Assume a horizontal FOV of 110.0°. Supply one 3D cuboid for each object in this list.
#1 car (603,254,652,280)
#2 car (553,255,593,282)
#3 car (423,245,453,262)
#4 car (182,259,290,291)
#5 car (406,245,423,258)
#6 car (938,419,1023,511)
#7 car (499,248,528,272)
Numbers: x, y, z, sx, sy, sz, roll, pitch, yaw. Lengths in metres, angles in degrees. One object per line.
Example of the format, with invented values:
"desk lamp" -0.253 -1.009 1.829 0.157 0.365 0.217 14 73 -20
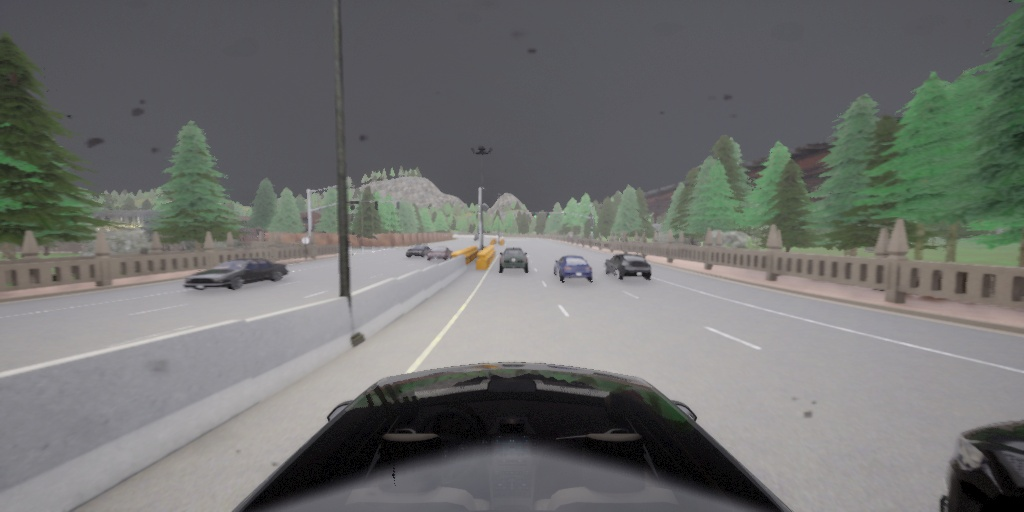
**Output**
"car" 7.109 0.594 22.408 1.837 1.490 4.892 0 4 0
"car" 3.607 0.668 21.601 1.812 1.442 4.674 0 4 0
"car" -6.993 -0.243 35.231 1.812 1.442 4.674 0 4 1
"car" -14.094 0.861 18.842 2.033 1.411 5.357 0 3 0
"car" -10.413 -0.576 40.567 2.033 1.411 5.357 0 4 1
"car" 3.599 1.211 0.174 2.128 1.511 4.902 0 -1 0
"car" 0.124 0.137 26.957 2.097 1.767 4.553 0 4 0
